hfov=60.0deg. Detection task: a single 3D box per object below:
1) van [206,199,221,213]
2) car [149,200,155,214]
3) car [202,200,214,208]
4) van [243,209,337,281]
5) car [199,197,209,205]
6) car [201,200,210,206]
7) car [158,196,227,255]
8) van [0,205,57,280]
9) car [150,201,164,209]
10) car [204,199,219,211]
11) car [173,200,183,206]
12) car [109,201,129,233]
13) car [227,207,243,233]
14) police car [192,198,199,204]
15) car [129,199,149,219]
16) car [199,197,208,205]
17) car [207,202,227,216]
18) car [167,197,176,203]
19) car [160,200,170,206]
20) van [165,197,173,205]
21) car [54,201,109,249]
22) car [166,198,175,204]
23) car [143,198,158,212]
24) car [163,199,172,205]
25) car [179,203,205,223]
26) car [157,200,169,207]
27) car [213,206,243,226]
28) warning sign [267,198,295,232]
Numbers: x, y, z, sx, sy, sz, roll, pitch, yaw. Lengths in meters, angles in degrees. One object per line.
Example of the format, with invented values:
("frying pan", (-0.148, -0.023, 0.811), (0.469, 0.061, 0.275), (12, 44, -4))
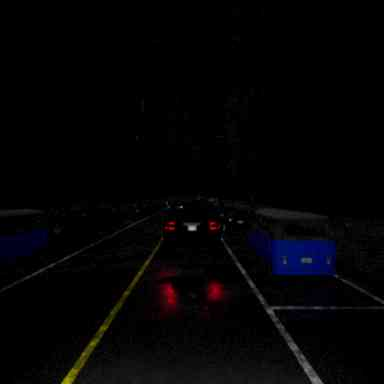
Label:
("van", (2.799, 1.766, 43.541), (1.690, 1.788, 3.998), (0, -1, 0))
("car", (-5.731, 1.919, 37.922), (2.008, 1.369, 4.403), (0, -1, 0))
("car", (2.812, 2.162, 60.364), (1.947, 1.339, 4.313), (0, -1, 0))
("van", (2.773, 1.436, 9.887), (1.690, 1.788, 3.998), (0, -1, 0))
("car", (2.826, 2.088, 77.193), (2.192, 1.841, 5.009), (0, -1, 0))
("car", (2.821, 2.296, 71.582), (1.802, 1.307, 4.206), (0, -1, 0))
("car", (0.013, 1.351, 14.034), (2.150, 2.045, 5.566), (0, 0, 0))
("van", (-5.752, 1.435, 9.877), (1.690, 1.788, 3.998), (0, -1, 0))
("car", (-5.717, 2.104, 54.749), (1.947, 1.339, 4.313), (0, -1, 0))
("car", (2.804, 1.922, 49.148), (1.967, 1.590, 4.097), (0, -1, 0))
("car", (-2.942, 2.310, 71.779), (1.895, 1.301, 4.718), (0, -1, 0))
("car", (-5.744, 1.517, 21.095), (2.192, 1.841, 5.009), (0, -1, 0))
("car", (2.781, 1.769, 21.103), (1.947, 1.339, 4.313), (0, -1, 0))
("police car", (0.972, 2.326, 89.083), (1.930, 1.638, 5.238), (0, -1, 0))
("car", (-5.735, 1.753, 32.313), (1.967, 1.590, 4.097), (0, -1, 0))
("car", (2.830, 2.148, 82.803), (2.192, 1.841, 5.009), (0, -1, 0))
("car", (2.794, 1.914, 37.930), (1.887, 1.381, 4.507), (0, -1, 0))
("car", (-5.686, 2.268, 94.015), (2.192, 1.841, 5.009), (0, -1, 0))
("car", (-5.704, 2.295, 71.576), (1.802, 1.307, 4.206), (0, -1, 0))
("van", (-5.695, 2.174, 82.797), (1.690, 1.788, 3.998), (0, -1, 0))
("car", (-5.748, 1.463, 15.487), (2.192, 1.841, 5.009), (0, -1, 0))
("car", (-5.690, 2.333, 88.405), (1.967, 1.590, 4.097), (0, -1, 0))
("car", (-5.726, 1.740, 43.533), (2.192, 1.841, 5.009), (0, -1, 0))
("car", (-5.700, 2.296, 77.016), (1.752, 1.417, 4.829), (0, -1, 0))
("car", (0.028, 1.776, 29.302), (2.128, 1.511, 4.902), (0, 0, 0))
("car", (-5.708, 2.205, 65.967), (2.008, 1.369, 4.403), (0, -1, 0))
("car", (2.785, 1.824, 26.712), (1.947, 1.339, 4.313), (0, -1, 0))
("warning sign", (5.081, 1.298, 18.977), (1.300, 1.860, 1.060), (0, -1, 0))
